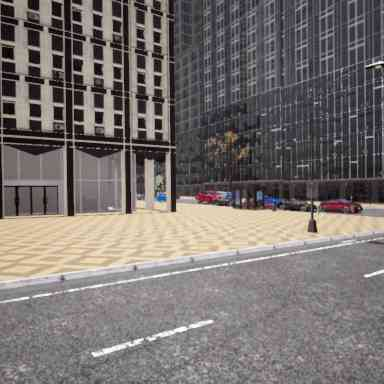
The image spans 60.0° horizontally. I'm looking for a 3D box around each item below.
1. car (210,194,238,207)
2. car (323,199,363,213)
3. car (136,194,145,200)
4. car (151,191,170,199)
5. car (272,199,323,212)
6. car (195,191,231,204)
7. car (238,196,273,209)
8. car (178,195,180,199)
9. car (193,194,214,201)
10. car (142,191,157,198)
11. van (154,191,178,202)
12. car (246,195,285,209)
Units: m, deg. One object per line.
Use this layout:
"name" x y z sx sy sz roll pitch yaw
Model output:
"car" 4.817 1.311 44.820 1.947 1.339 4.313 -1 1 -34
"car" 15.238 1.399 34.195 1.994 1.385 4.181 -1 1 -34
"car" -11.130 1.031 68.340 2.008 1.369 4.403 0 1 -34
"car" -7.401 0.604 77.749 2.192 1.841 5.009 -1 1 -34
"car" 11.151 1.415 35.380 1.947 1.339 4.313 -1 1 -34
"car" 3.098 0.862 52.045 2.150 2.045 5.566 -1 1 -34
"car" 7.967 1.380 40.090 1.802 1.307 4.206 -1 1 -34
"car" -4.202 0.925 73.055 1.802 1.307 4.206 -1 1 -34
"car" 2.195 1.032 63.658 1.802 1.307 4.206 -1 1 -34
"car" -10.600 0.675 82.449 1.967 1.590 4.097 -1 1 -34
"van" -4.733 0.929 58.941 1.690 1.788 3.998 -1 1 -34
"car" 9.349 1.217 42.848 1.882 1.535 5.008 -1 1 -34
